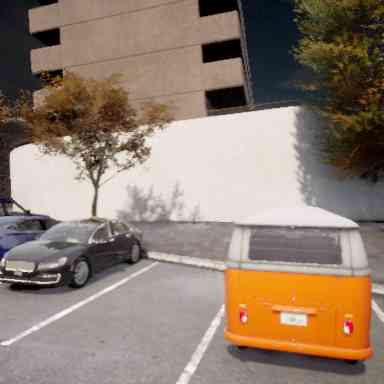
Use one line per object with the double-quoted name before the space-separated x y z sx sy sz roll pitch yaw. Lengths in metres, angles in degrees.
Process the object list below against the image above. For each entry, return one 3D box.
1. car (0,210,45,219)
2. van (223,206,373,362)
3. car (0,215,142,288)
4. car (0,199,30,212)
"car" -5.485 1.542 11.282 2.163 1.488 4.792 0 -1 16
"van" 1.823 1.277 6.051 1.878 1.987 4.442 0 -1 16
"car" -3.050 1.510 9.494 2.231 1.521 4.892 1 -1 16
"car" -7.928 1.265 13.049 2.435 2.045 5.566 0 -1 16
